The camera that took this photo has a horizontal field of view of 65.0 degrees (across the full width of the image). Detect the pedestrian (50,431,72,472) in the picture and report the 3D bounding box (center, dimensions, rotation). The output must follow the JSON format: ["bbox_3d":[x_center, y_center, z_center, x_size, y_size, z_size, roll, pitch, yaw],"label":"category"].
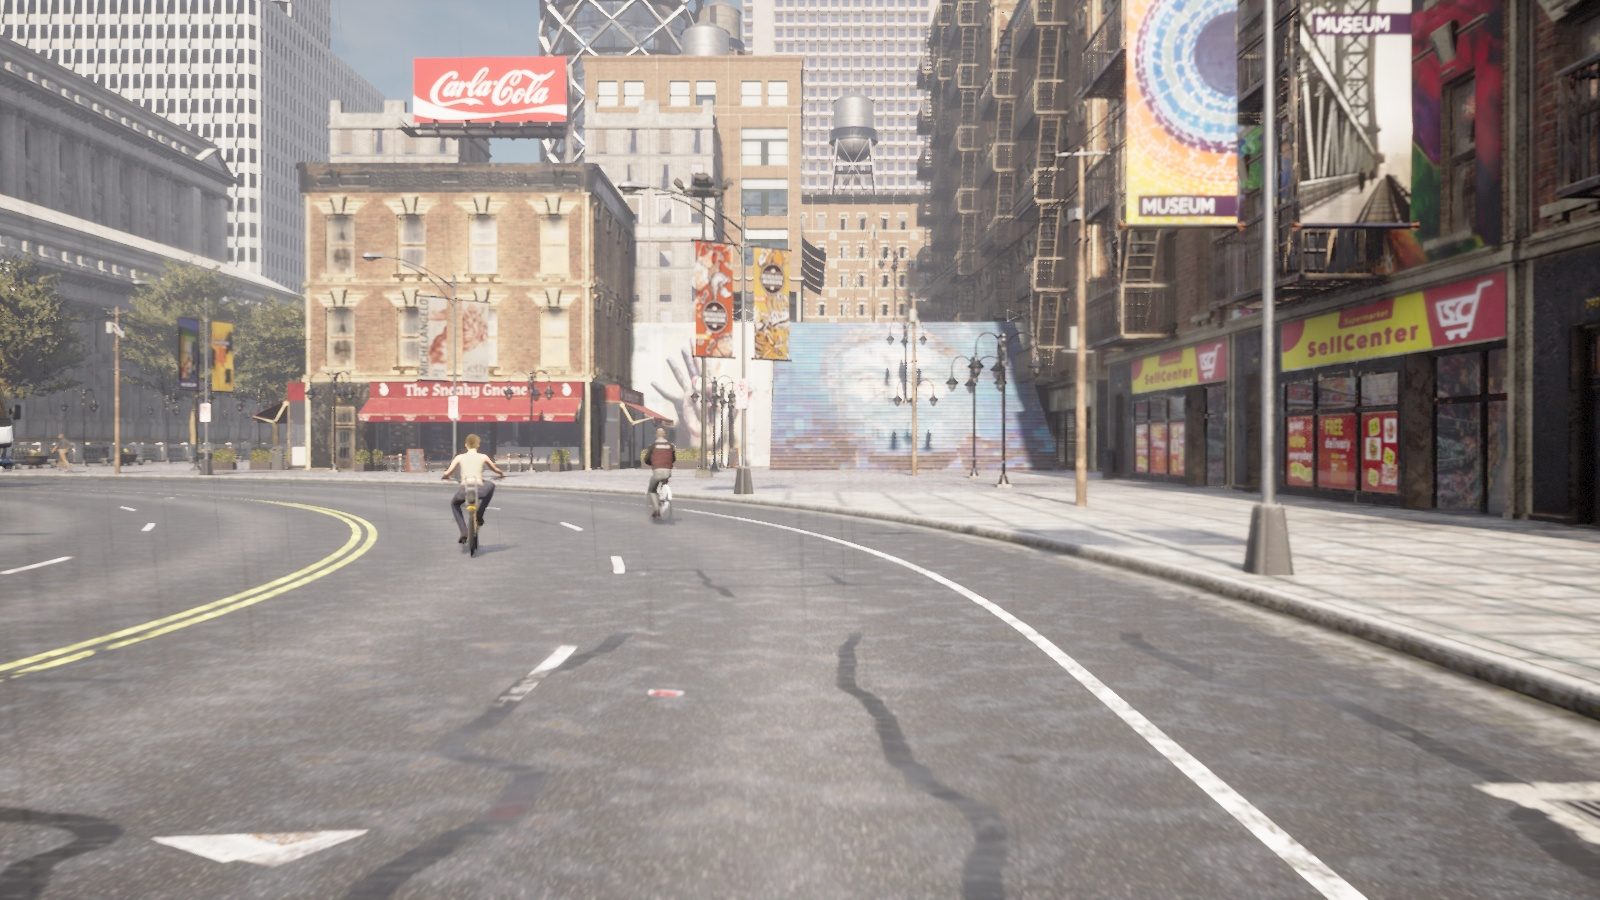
[{"bbox_3d":[-33.712,0.053,57.293,0.694,1.848,0.540,0,0,7],"label":"pedestrian"}]

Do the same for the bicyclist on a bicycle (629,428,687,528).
[{"bbox_3d":[-2.643,0.484,23.244,0.659,1.776,1.843,-1,1,-20],"label":"bicyclist on a bicycle"}]

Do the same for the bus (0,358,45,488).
[{"bbox_3d":[-31.098,-0.894,42.444,10.273,4.253,3.944,0,0,20],"label":"bus"}]

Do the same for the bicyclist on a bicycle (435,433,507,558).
[{"bbox_3d":[-4.438,0.583,17.018,0.866,1.612,1.509,-1,0,-12],"label":"bicyclist on a bicycle"}]
